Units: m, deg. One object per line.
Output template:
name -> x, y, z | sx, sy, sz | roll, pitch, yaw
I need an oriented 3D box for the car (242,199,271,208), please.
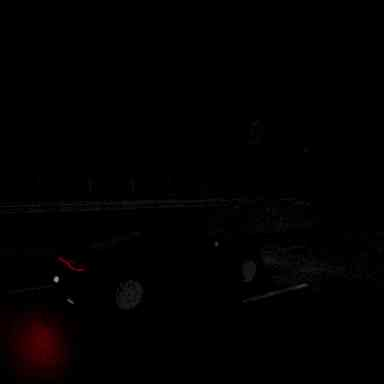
car -> 7.282, 1.422, 30.668 | 4.892, 1.490, 1.837 | 0, 0, -35

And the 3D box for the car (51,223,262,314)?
car -> -0.529, 1.464, 7.669 | 5.008, 1.535, 1.882 | 0, 0, -36

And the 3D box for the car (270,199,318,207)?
car -> 8.994, 1.443, 27.593 | 4.674, 1.442, 1.812 | 0, 0, -35

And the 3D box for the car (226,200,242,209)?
car -> 5.528, 1.441, 33.715 | 4.674, 1.442, 1.812 | 0, 0, -35
